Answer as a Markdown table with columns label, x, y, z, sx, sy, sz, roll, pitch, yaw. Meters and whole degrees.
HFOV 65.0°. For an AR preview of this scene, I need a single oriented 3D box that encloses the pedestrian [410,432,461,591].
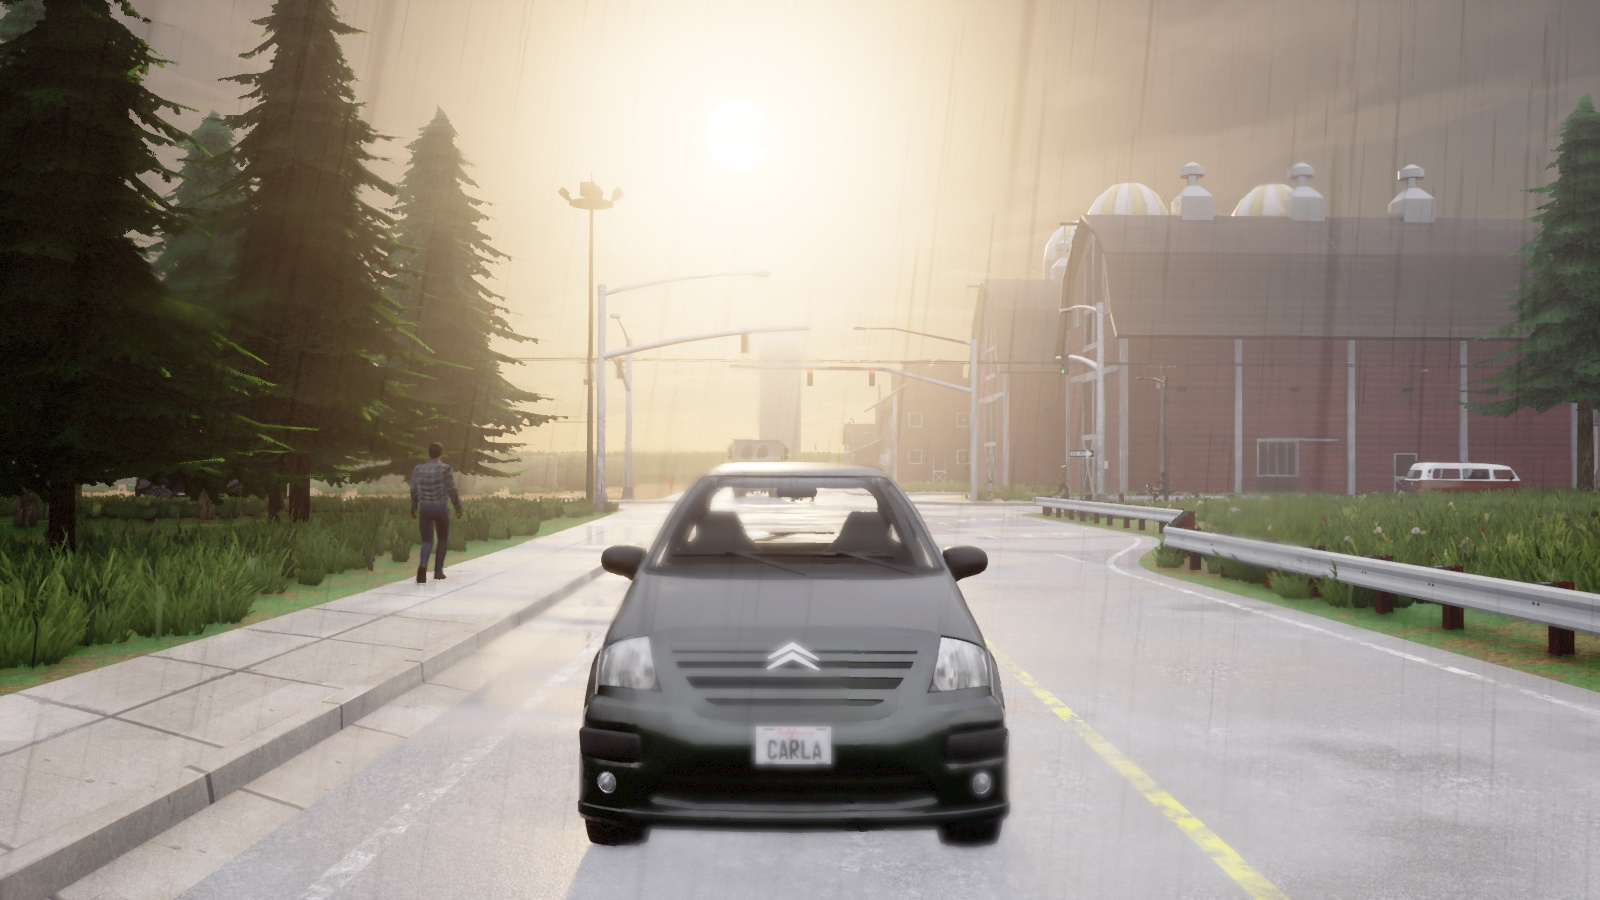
| label | x | y | z | sx | sy | sz | roll | pitch | yaw |
| --- | --- | --- | --- | --- | --- | --- | --- | --- | --- |
| pedestrian | -4.586 | 0.760 | 15.843 | 0.423 | 1.949 | 0.788 | 0 | -1 | -1 |

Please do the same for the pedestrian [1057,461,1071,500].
| label | x | y | z | sx | sy | sz | roll | pitch | yaw |
| --- | --- | --- | --- | --- | --- | --- | --- | --- | --- |
| pedestrian | 12.601 | 1.451 | 59.974 | 0.634 | 1.846 | 0.331 | 0 | -1 | 4 |

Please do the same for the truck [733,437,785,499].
| label | x | y | z | sx | sy | sz | roll | pitch | yaw |
| --- | --- | --- | --- | --- | --- | --- | --- | --- | --- |
| truck | -2.453 | 1.075 | 73.816 | 2.891 | 3.462 | 7.936 | 0 | -1 | -2 |

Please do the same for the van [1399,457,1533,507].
| label | x | y | z | sx | sy | sz | roll | pitch | yaw |
| --- | --- | --- | --- | --- | --- | --- | --- | --- | --- |
| van | 27.838 | 1.334 | 52.590 | 4.480 | 2.038 | 2.069 | 0 | -1 | -1 |

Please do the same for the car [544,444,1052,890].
| label | x | y | z | sx | sy | sz | roll | pitch | yaw |
| --- | --- | --- | --- | --- | --- | --- | --- | --- | --- |
| car | -0.021 | 0.823 | 6.581 | 1.851 | 1.617 | 3.988 | 0 | -1 | 0 |

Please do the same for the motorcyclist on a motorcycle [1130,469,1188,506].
| label | x | y | z | sx | sy | sz | roll | pitch | yaw |
| --- | --- | --- | --- | --- | --- | --- | --- | --- | --- |
| motorcyclist on a motorcycle | 15.962 | 1.663 | 55.810 | 2.350 | 1.649 | 0.766 | 0 | -1 | -1 |

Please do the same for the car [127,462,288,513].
| label | x | y | z | sx | sy | sz | roll | pitch | yaw |
| --- | --- | --- | --- | --- | --- | --- | --- | --- | --- |
| car | -24.170 | 1.518 | 51.378 | 5.566 | 2.045 | 2.150 | 0 | -1 | -1 |
